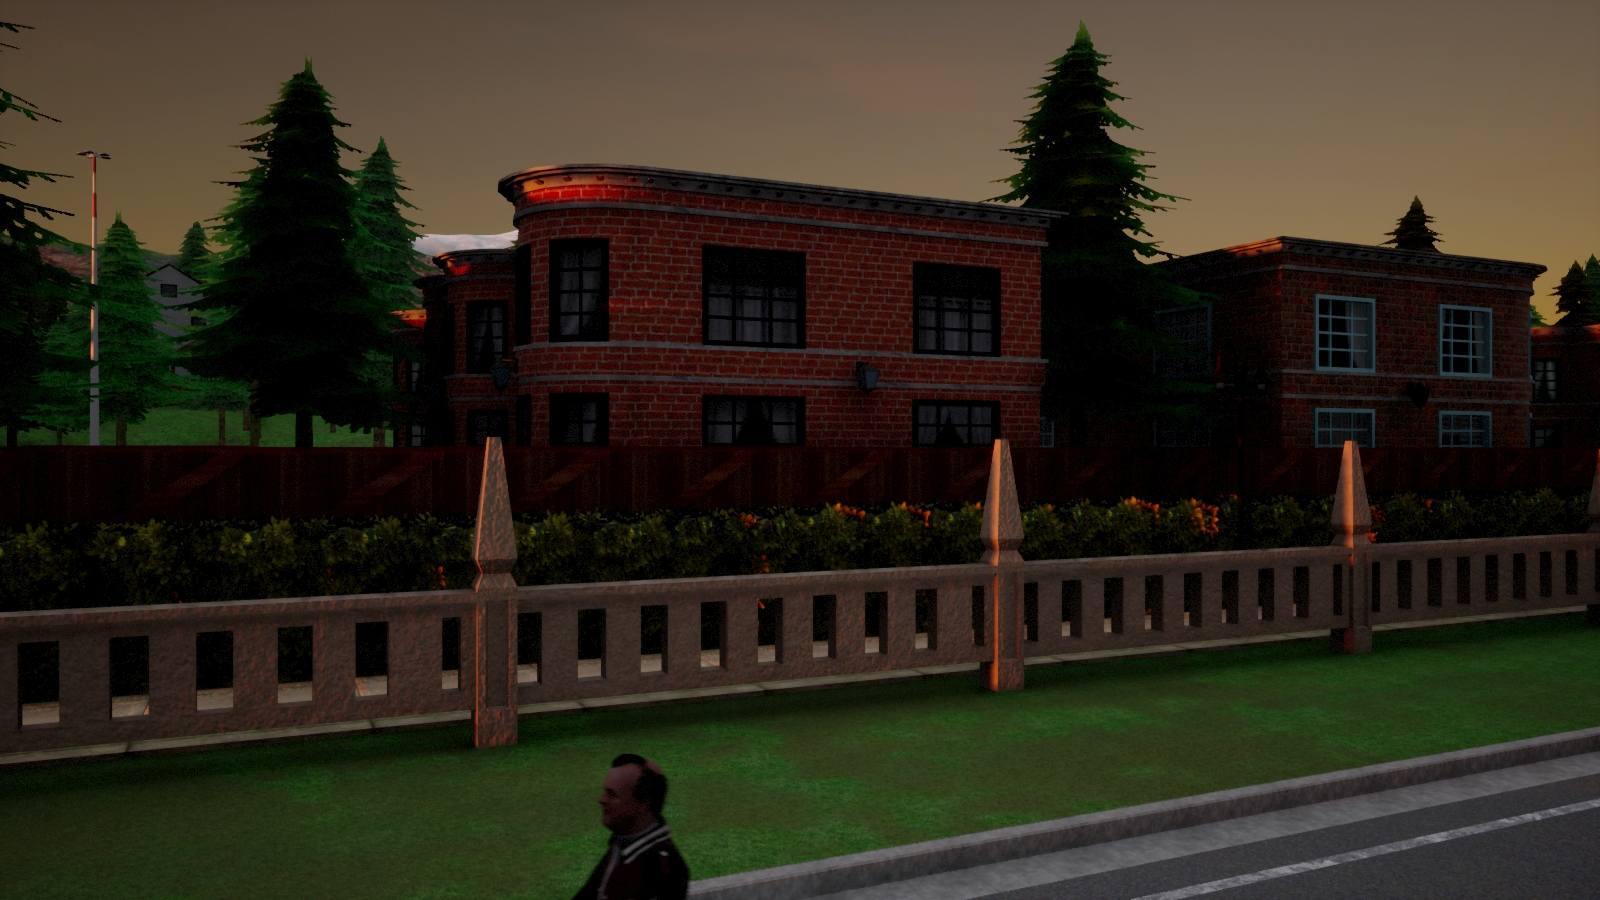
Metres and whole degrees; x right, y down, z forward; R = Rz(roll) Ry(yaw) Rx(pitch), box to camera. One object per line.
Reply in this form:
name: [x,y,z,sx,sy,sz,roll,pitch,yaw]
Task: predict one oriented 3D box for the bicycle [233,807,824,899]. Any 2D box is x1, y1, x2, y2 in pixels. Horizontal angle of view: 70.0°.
bicycle: [-0.822,2.060,3.713,1.835,1.471,0.329,0,0,-25]
